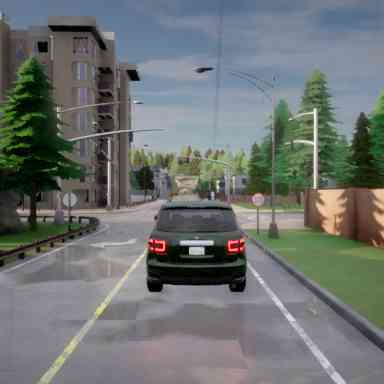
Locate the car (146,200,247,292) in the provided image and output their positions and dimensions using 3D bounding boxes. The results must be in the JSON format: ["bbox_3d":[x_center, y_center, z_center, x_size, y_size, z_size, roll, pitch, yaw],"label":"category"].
[{"bbox_3d":[0.095,1.221,9.060,2.150,2.045,5.566,0,0,0],"label":"car"}]
